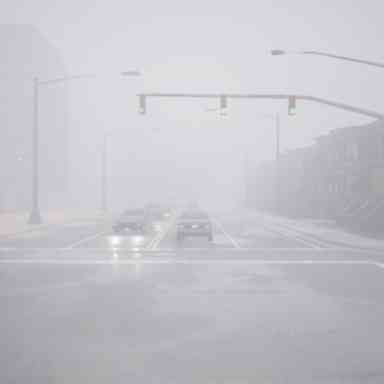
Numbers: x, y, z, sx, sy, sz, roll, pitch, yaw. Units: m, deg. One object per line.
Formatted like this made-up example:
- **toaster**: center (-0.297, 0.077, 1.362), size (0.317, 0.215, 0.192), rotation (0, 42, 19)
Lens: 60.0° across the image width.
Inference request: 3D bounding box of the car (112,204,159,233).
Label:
- **car**: center (-3.571, 1.696, 20.974), size (2.033, 1.411, 5.357), rotation (0, 0, 0)

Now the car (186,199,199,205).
- **car**: center (0.060, 1.837, 50.962), size (1.882, 1.535, 5.008), rotation (0, 0, 0)

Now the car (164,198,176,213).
- **car**: center (-3.451, 1.836, 40.906), size (2.033, 1.411, 5.357), rotation (0, 0, 0)

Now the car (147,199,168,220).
- **car**: center (-3.531, 1.721, 30.583), size (1.837, 1.490, 4.892), rotation (0, 0, 0)

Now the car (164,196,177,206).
- **car**: center (-3.439, 1.583, 51.271), size (2.150, 2.045, 5.566), rotation (0, 0, 0)

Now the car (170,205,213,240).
- **car**: center (0.122, 1.674, 17.890), size (2.033, 1.411, 5.357), rotation (0, 0, 0)
